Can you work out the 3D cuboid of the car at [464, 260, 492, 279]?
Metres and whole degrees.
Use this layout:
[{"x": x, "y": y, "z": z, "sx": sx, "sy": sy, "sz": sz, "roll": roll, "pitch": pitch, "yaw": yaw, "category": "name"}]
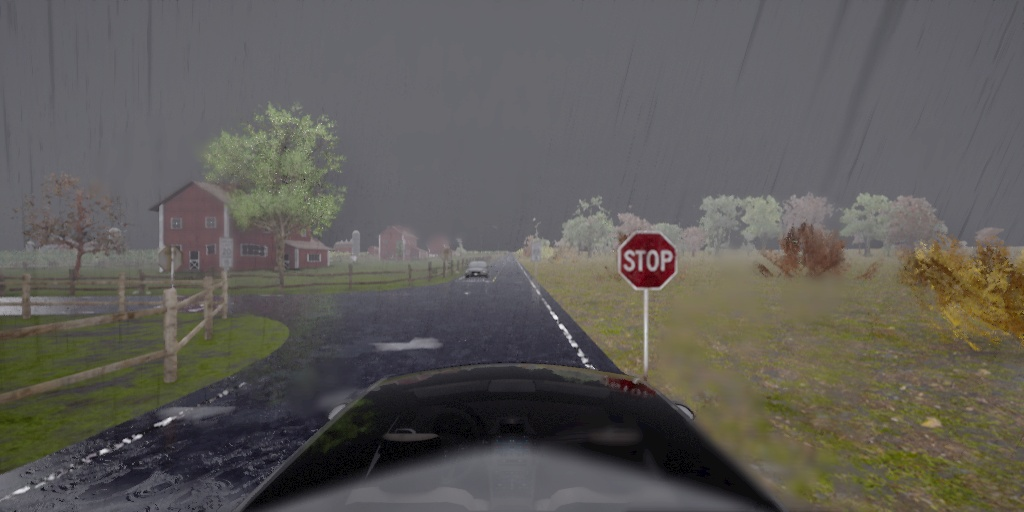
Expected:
[{"x": -2.761, "y": 1.107, "z": 29.753, "sx": 1.837, "sy": 1.490, "sz": 4.892, "roll": 0, "pitch": 1, "yaw": 0, "category": "car"}]
